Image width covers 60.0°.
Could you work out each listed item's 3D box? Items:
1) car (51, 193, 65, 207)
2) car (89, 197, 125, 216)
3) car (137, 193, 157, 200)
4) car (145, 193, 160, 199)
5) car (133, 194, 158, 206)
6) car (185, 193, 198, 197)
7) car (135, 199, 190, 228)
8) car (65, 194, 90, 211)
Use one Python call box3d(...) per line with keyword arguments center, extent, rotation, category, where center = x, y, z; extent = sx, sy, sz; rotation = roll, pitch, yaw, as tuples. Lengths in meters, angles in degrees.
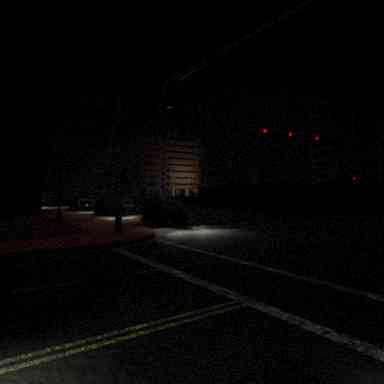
box3d(center=(-20.851, 1.224, 52.768), extent=(2.150, 2.045, 5.566), rotation=(0, 0, -32), category="car")
box3d(center=(-8.251, 1.478, 32.937), extent=(1.882, 1.535, 5.008), rotation=(0, 0, -33), category="car")
box3d(center=(-11.359, 1.153, 83.926), extent=(4.605, 1.855, 1.932), rotation=(0, 0, -34), category="car")
box3d(center=(-9.782, 1.156, 81.499), extent=(3.866, 1.878, 1.905), rotation=(0, 0, -34), category="car")
box3d(center=(-7.541, 1.525, 51.672), extent=(1.812, 1.442, 4.674), rotation=(0, 0, -33), category="car")
box3d(center=(1.246, 1.156, 65.267), extent=(3.866, 1.878, 1.905), rotation=(0, 0, -34), category="car")
box3d(center=(-1.932, 1.478, 22.795), extent=(1.882, 1.535, 5.008), rotation=(0, 0, -30), category="car")
box3d(center=(-13.936, 1.221, 41.836), extent=(2.150, 2.045, 5.566), rotation=(0, 0, -32), category="car")
